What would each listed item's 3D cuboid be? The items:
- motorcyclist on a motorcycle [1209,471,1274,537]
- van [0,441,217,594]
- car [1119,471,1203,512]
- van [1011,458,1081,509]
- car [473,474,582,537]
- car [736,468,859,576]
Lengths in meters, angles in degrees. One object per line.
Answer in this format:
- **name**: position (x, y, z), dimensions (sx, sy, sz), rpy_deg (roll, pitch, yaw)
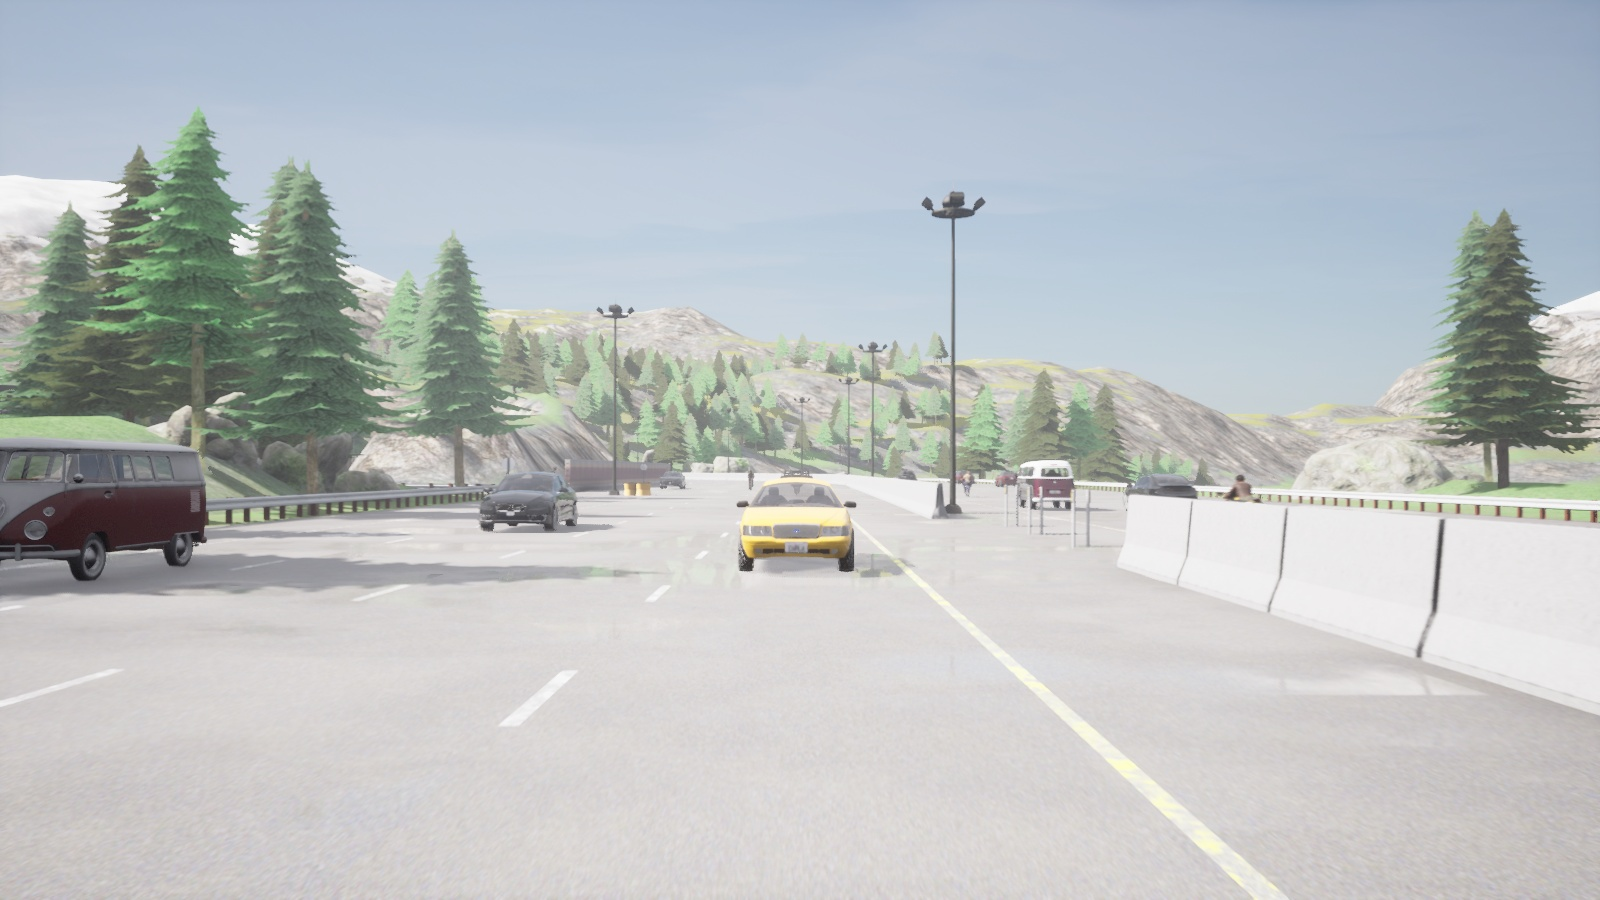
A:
- **motorcyclist on a motorcycle**: position (10.431, 1.253, 29.748), dimensions (0.797, 1.523, 2.044), rpy_deg (0, -1, 0)
- **van**: position (-10.544, 0.921, 18.586), dimensions (1.775, 1.987, 4.442), rpy_deg (0, -1, 0)
- **car**: position (13.886, 1.578, 48.616), dimensions (1.837, 1.490, 4.892), rpy_deg (0, -1, 0)
- **van**: position (10.374, 1.391, 53.330), dimensions (2.069, 2.038, 4.480), rpy_deg (0, -1, 0)
- **car**: position (-7.077, 1.401, 33.107), dimensions (1.837, 1.490, 4.892), rpy_deg (0, -1, 0)
- **car**: position (-0.050, 1.108, 21.147), dimensions (1.801, 1.575, 5.366), rpy_deg (0, -1, 0)
